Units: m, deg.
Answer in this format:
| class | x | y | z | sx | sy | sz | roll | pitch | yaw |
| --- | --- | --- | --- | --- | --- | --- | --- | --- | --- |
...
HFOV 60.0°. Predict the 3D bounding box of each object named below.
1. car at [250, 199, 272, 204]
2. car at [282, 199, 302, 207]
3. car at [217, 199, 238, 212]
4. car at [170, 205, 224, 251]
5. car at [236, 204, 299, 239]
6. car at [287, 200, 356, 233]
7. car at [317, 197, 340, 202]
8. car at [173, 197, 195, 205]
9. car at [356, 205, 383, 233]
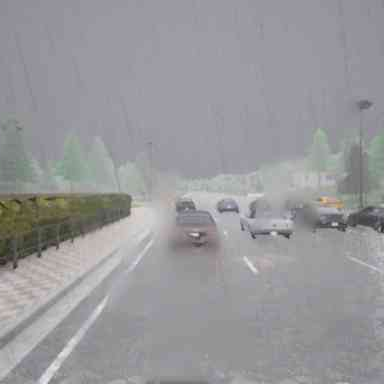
| class | x | y | z | sx | sy | sz | roll | pitch | yaw |
| --- | --- | --- | --- | --- | --- | --- | --- | --- | --- |
| car | 7.103 | 1.377 | 34.115 | 1.994 | 1.385 | 4.181 | 0 | 0 | 0 |
| car | 10.603 | 1.377 | 34.076 | 1.994 | 1.385 | 4.181 | 0 | 0 | 0 |
| car | 3.603 | 1.376 | 34.213 | 1.994 | 1.385 | 4.181 | 0 | 0 | 0 |
| car | 0.097 | 1.472 | 13.640 | 2.033 | 1.411 | 5.357 | 0 | 0 | 0 |
| car | 3.600 | 1.508 | 16.817 | 1.895 | 1.301 | 4.718 | 0 | 0 | 0 |
| car | 7.087 | 1.422 | 18.813 | 1.812 | 1.442 | 4.674 | 0 | 0 | 0 |
| car | 14.105 | 1.286 | 35.075 | 1.882 | 1.535 | 5.008 | 0 | 0 | 0 |
| car | -0.814 | 1.320 | 33.552 | 1.837 | 1.490 | 4.892 | 0 | 0 | -8 |
| car | 10.588 | 1.423 | 18.648 | 1.812 | 1.442 | 4.674 | 0 | 0 | 0 |
